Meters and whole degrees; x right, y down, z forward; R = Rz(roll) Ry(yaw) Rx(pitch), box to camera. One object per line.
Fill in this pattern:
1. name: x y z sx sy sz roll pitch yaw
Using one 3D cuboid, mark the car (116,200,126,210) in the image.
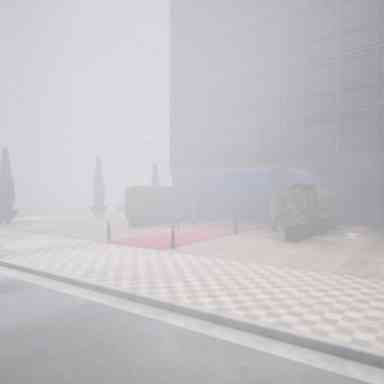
1. car: -7.392 1.544 41.351 1.994 1.385 4.181 0 0 36
